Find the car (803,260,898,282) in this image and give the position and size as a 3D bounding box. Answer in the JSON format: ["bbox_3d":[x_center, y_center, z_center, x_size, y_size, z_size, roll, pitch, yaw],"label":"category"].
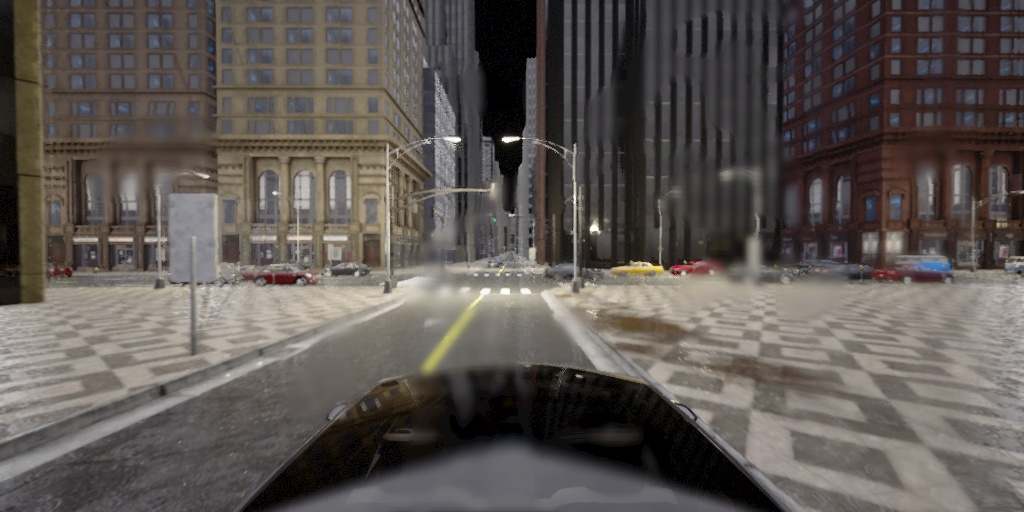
[{"bbox_3d":[26.199,1.251,27.750,5.357,1.411,2.033,0,1,0],"label":"car"}]

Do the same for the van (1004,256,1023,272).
[{"bbox_3d":[48.855,0.927,33.601,3.998,1.789,1.690,0,0,0],"label":"van"}]

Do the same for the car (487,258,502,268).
[{"bbox_3d":[-3.055,1.217,58.894,2.128,1.511,4.902,0,0,1],"label":"car"}]

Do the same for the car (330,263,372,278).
[{"bbox_3d":[-15.336,1.271,33.374,4.403,1.370,2.007,0,0,0],"label":"car"}]

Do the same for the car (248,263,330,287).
[{"bbox_3d":[-15.336,1.292,24.850,4.097,1.591,1.967,0,0,0],"label":"car"}]

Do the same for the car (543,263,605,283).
[{"bbox_3d":[4.748,1.278,27.679,4.674,1.442,1.812,0,1,0],"label":"car"}]

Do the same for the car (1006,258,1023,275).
[{"bbox_3d":[46.605,1.129,30.821,4.902,1.511,2.128,0,1,0],"label":"car"}]

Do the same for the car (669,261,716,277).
[{"bbox_3d":[17.053,1.177,33.488,4.507,1.381,1.888,0,0,0],"label":"car"}]

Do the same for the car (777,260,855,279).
[{"bbox_3d":[26.012,1.147,30.842,4.902,1.511,2.128,0,1,0],"label":"car"}]

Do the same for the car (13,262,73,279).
[{"bbox_3d":[-43.678,1.299,33.275,4.097,1.591,1.967,0,0,0],"label":"car"}]

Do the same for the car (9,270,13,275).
[{"bbox_3d":[-38.011,1.537,24.770,4.207,1.307,1.802,0,0,0],"label":"car"}]

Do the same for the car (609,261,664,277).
[{"bbox_3d":[11.583,1.168,33.469,4.829,1.417,1.751,0,0,0],"label":"car"}]

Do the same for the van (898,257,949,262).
[{"bbox_3d":[38.254,0.940,33.564,3.998,1.789,1.690,0,0,0],"label":"van"}]

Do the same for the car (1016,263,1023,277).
[{"bbox_3d":[38.750,1.312,25.041,4.207,1.307,1.802,0,0,0],"label":"car"}]

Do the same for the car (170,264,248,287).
[{"bbox_3d":[-21.006,1.423,24.830,4.403,1.370,2.007,0,0,0],"label":"car"}]

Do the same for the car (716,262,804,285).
[{"bbox_3d":[17.154,1.313,24.965,4.403,1.370,2.007,0,0,0],"label":"car"}]

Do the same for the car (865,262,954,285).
[{"bbox_3d":[27.952,1.289,25.003,4.507,1.381,1.888,0,0,0],"label":"car"}]
